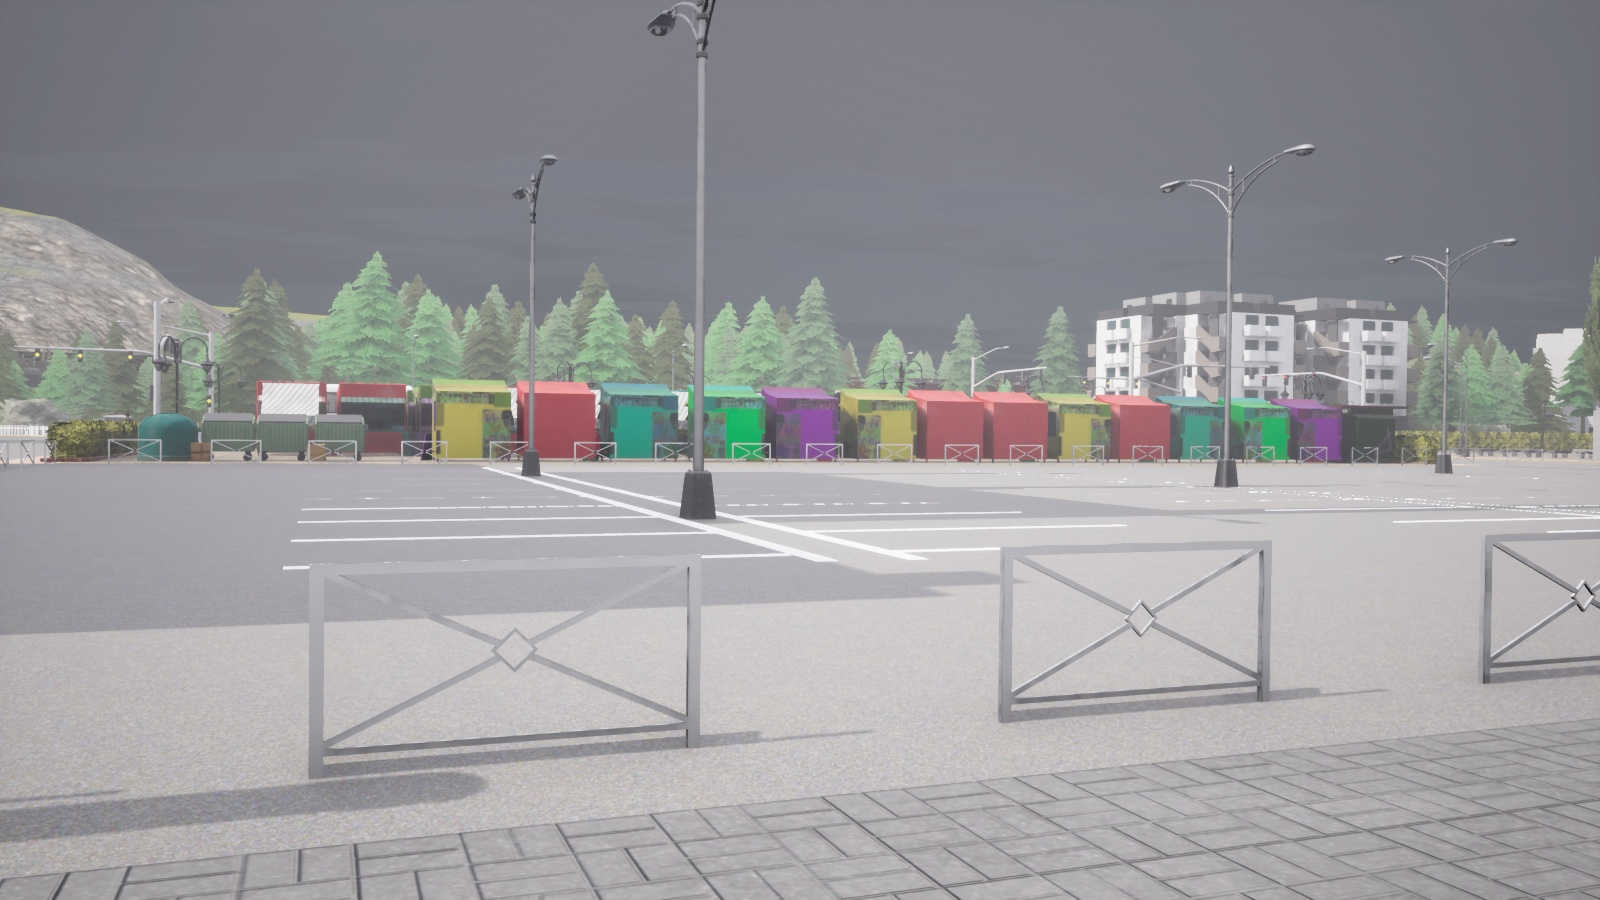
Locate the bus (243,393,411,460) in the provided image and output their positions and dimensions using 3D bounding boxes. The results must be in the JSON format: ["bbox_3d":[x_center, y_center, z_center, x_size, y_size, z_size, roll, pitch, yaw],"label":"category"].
[{"bbox_3d":[-31.637,-1.609,84.334,10.273,4.253,3.944,-1,1,-21],"label":"bus"}]
